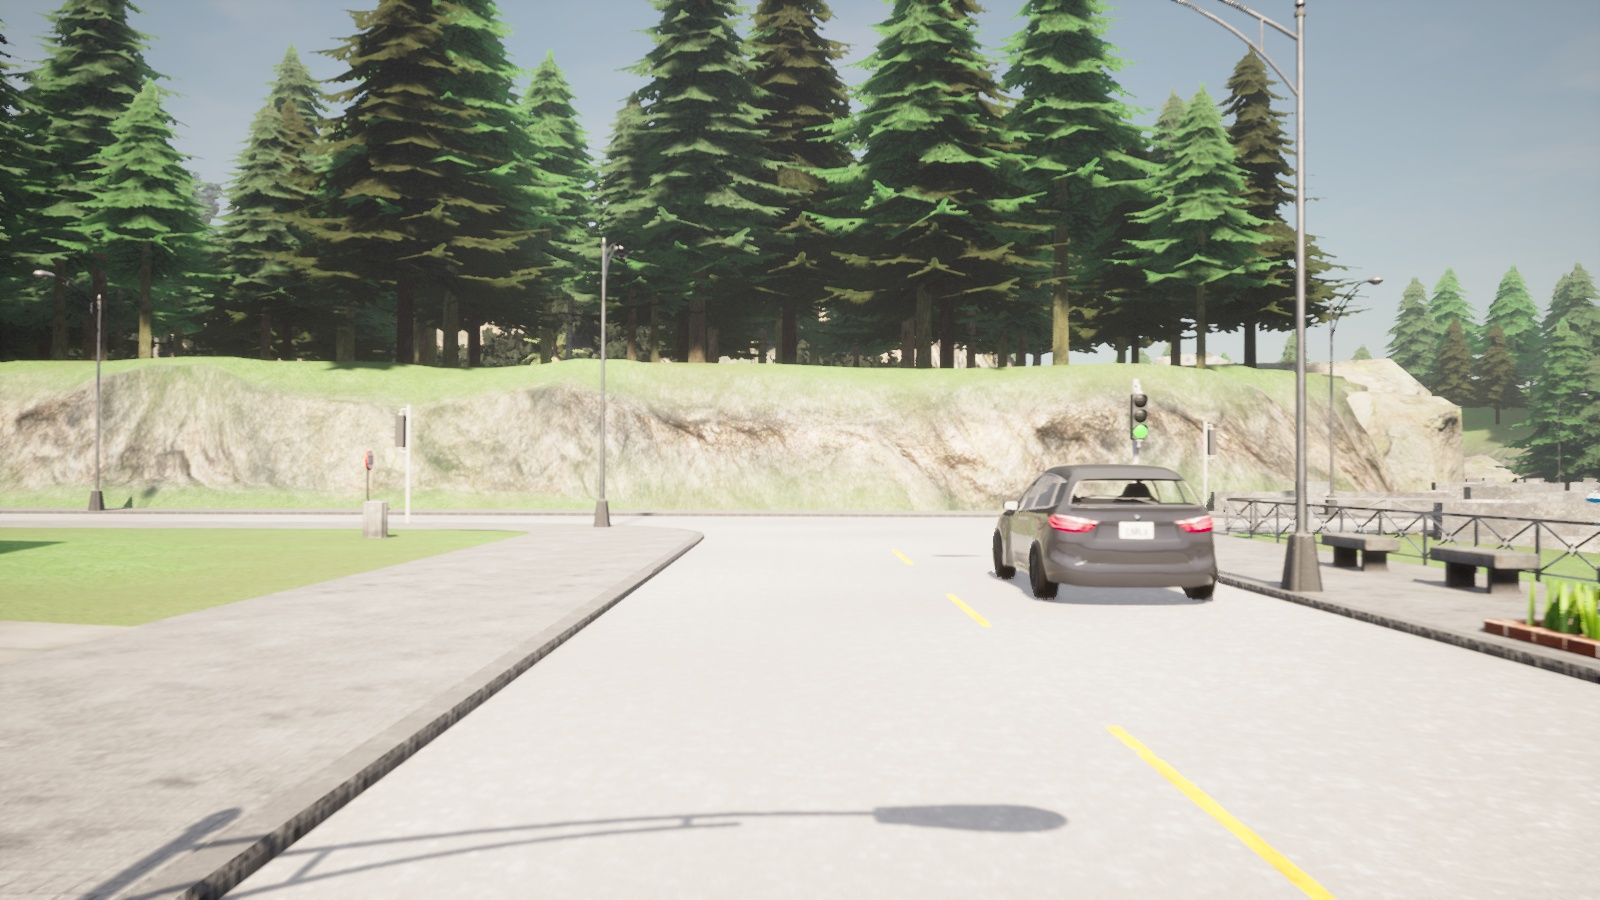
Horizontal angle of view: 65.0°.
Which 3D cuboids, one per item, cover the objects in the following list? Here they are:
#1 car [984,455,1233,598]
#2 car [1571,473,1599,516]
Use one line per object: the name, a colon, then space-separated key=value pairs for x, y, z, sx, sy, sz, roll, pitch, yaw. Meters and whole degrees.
car: x=3.960 y=0.930 z=17.057 sx=2.242 sy=1.667 sz=4.611 roll=0 pitch=-1 yaw=0
car: x=26.759 y=1.449 z=41.014 sx=2.207 sy=1.376 sz=1.481 roll=0 pitch=-1 yaw=0
